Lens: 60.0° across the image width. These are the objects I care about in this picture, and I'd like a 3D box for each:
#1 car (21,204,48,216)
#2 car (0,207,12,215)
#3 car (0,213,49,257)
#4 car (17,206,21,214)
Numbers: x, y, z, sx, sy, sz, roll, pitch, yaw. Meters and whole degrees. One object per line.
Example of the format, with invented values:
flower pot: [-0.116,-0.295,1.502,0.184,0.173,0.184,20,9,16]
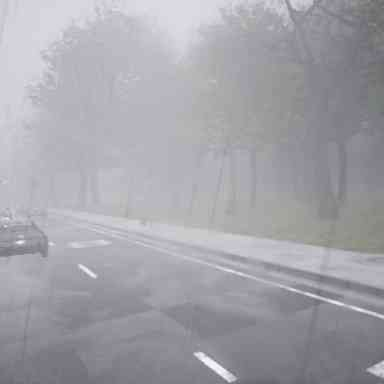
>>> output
car: [-16.515,2.090,35.240,2.033,1.411,5.357,-2,0,-31]
car: [-20.286,2.280,35.405,1.895,1.301,4.718,-2,0,-31]
car: [-7.138,1.805,13.573,1.994,1.385,4.181,-2,0,-31]
car: [-22.418,2.293,45.047,1.994,1.385,4.181,-2,0,-31]
